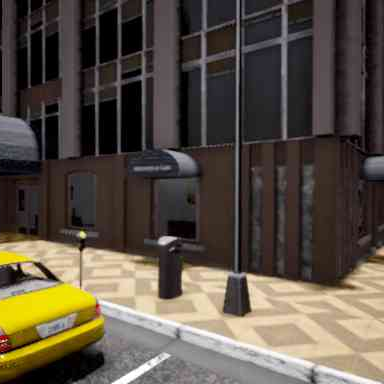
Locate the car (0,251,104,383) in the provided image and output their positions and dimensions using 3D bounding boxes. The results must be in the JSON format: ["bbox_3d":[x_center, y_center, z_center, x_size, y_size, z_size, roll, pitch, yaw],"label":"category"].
[{"bbox_3d":[-3.431,1.494,5.168,4.829,1.417,1.752,0,0,36],"label":"car"}]
